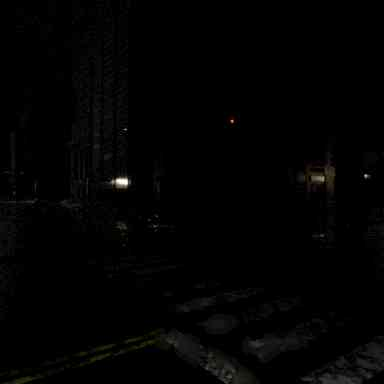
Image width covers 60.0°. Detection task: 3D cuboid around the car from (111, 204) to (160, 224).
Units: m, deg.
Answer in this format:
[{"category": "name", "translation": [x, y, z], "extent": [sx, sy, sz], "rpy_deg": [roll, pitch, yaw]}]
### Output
[{"category": "car", "translation": [-4.558, 1.638, 25.837], "extent": [2.033, 1.411, 5.357], "rpy_deg": [1, -1, -35]}]

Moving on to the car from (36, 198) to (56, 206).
[{"category": "car", "translation": [-23.590, 1.421, 52.839], "extent": [2.128, 1.511, 4.902], "rpy_deg": [1, -1, -35]}]

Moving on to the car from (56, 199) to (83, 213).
[{"category": "car", "translation": [-14.502, 1.694, 39.867], "extent": [1.812, 1.442, 4.674], "rpy_deg": [1, -1, -35]}]

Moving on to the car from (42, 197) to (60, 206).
[{"category": "car", "translation": [-26.556, 1.803, 62.379], "extent": [2.128, 1.511, 4.902], "rpy_deg": [1, -1, -36]}]

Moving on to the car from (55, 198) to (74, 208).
[{"category": "car", "translation": [-20.760, 1.790, 54.207], "extent": [1.812, 1.442, 4.674], "rpy_deg": [1, -1, -35]}]
